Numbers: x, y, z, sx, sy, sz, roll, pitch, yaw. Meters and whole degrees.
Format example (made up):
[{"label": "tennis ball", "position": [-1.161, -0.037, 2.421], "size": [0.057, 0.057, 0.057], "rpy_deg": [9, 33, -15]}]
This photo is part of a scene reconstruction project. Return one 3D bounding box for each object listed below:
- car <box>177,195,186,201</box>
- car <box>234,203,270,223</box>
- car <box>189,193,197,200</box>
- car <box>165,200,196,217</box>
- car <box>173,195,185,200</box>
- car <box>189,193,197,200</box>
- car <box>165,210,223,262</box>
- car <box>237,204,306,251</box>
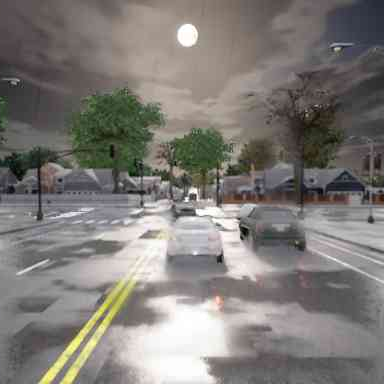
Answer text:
[{"label": "car", "position": [-2.651, 1.526, 83.926], "size": [1.882, 1.535, 5.008], "rpy_deg": [0, 0, 1]}, {"label": "car", "position": [5.173, 1.703, 28.147], "size": [1.812, 1.442, 4.674], "rpy_deg": [0, -1, 26]}, {"label": "car", "position": [0.226, 1.226, 94.424], "size": [2.150, 2.045, 5.566], "rpy_deg": [0, 0, 1]}, {"label": "car", "position": [-0.966, 1.677, 27.430], "size": [1.837, 1.490, 4.892], "rpy_deg": [1, 0, -14]}, {"label": "car", "position": [-2.842, 1.541, 68.414], "size": [1.994, 1.385, 4.181], "rpy_deg": [0, 0, 1]}, {"label": "car", "position": [0.100, 1.546, 83.962], "size": [1.837, 1.490, 4.892], "rpy_deg": [0, 0, 1]}, {"label": "car", "position": [0.101, 1.596, 12.324], "size": [1.812, 1.442, 4.674], "rpy_deg": [0, 0, 0]}, {"label": "car", "position": [3.352, 1.437, 14.714], "size": [2.097, 1.767, 4.553], "rpy_deg": [0, 0, 0]}]
